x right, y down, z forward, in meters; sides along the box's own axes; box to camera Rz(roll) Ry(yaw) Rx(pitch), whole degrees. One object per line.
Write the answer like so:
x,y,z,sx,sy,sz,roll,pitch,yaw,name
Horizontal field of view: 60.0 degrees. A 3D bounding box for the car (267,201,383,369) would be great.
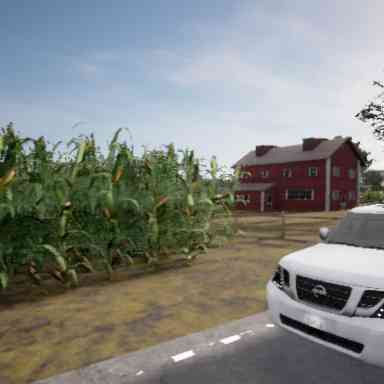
3.765,1.210,5.754,5.566,2.045,2.150,-1,1,-36,car
